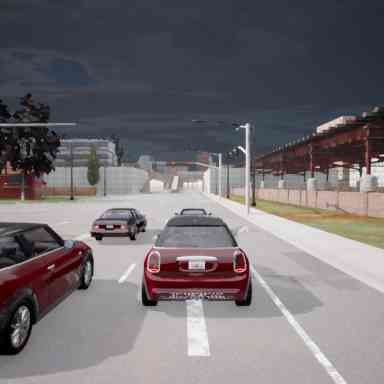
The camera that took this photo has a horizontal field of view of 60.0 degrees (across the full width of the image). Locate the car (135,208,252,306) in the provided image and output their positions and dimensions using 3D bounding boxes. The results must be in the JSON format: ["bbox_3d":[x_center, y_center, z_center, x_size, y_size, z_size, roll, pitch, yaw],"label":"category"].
[{"bbox_3d":[0.085,1.337,8.159,2.097,1.767,4.553,0,0,0],"label":"car"}]

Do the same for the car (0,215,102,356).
[{"bbox_3d":[-3.408,1.343,6.225,2.097,1.767,4.553,0,0,0],"label":"car"}]

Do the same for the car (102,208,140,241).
[{"bbox_3d":[-3.431,1.488,16.420,2.033,1.411,5.357,0,0,0],"label":"car"}]

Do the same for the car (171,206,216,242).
[{"bbox_3d":[0.070,1.506,16.719,1.994,1.385,4.181,0,0,0],"label":"car"}]
